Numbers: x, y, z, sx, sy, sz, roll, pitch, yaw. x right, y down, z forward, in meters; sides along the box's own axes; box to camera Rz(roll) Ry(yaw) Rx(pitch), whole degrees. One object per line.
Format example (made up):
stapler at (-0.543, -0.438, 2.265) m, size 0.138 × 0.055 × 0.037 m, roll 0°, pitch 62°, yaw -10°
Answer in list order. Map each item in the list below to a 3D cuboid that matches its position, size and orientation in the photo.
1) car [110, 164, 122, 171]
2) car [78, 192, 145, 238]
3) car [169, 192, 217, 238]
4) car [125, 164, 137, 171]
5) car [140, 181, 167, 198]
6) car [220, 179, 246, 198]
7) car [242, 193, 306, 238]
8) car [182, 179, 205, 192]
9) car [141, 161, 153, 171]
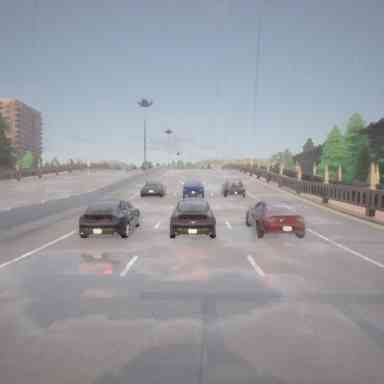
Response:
car at (-17.121, -5.557, 74.882) m, size 1.837 × 1.490 × 4.892 m, roll 0°, pitch 7°, yaw 0°
car at (-3.459, 1.026, 14.607) m, size 1.837 × 1.490 × 4.892 m, roll 0°, pitch 4°, yaw 0°
car at (0.041, 1.026, 14.587) m, size 1.837 × 1.490 × 4.892 m, roll 0°, pitch 4°, yaw 0°
car at (-13.621, -5.533, 74.865) m, size 1.812 × 1.442 × 4.674 m, roll 0°, pitch 7°, yaw 0°
car at (-3.376, -0.309, 29.463) m, size 1.994 × 1.385 × 4.181 m, roll 0°, pitch 6°, yaw 0°
car at (3.625, -0.401, 29.554) m, size 2.128 × 1.511 × 4.902 m, roll 0°, pitch 7°, yaw 0°
car at (3.541, 1.044, 14.567) m, size 1.812 × 1.442 × 4.674 m, roll 0°, pitch 4°, yaw 0°
car at (0.124, -0.396, 29.432) m, size 1.882 × 1.535 × 5.008 m, roll 0°, pitch 6°, yaw 0°
car at (-10.121, -5.827, 74.781) m, size 2.150 × 2.045 × 5.566 m, roll 0°, pitch 7°, yaw 0°
